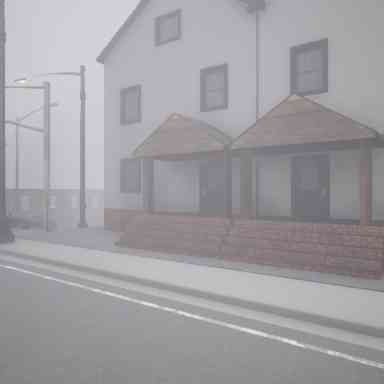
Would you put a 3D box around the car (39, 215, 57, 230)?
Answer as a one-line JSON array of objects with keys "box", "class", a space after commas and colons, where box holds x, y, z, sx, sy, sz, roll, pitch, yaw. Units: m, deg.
[{"box": [-14.074, 2.655, 29.325, 1.994, 1.385, 4.181, 0, -9, 36], "class": "car"}]

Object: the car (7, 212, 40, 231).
[{"box": [-13.888, 1.883, 23.327, 2.128, 1.511, 4.902, 0, -8, 38], "class": "car"}]
